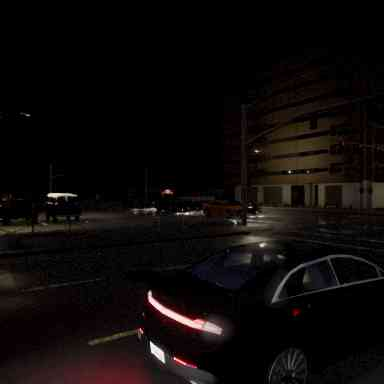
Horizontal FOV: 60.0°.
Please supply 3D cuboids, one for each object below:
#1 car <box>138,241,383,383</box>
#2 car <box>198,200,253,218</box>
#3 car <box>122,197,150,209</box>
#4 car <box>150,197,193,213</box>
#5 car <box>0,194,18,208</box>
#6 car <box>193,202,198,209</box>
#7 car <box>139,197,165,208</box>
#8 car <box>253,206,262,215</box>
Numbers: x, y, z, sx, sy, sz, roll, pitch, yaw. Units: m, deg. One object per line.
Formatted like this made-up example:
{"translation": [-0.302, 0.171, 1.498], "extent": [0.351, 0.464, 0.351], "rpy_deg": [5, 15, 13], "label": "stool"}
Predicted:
{"translation": [1.638, 1.492, 4.908], "extent": [4.902, 1.511, 2.128], "rpy_deg": [0, 0, -34], "label": "car"}
{"translation": [2.985, 1.533, 30.986], "extent": [1.882, 1.535, 5.008], "rpy_deg": [0, 0, -34], "label": "car"}
{"translation": [-8.395, 1.533, 47.691], "extent": [1.882, 1.535, 5.008], "rpy_deg": [0, 0, -34], "label": "car"}
{"translation": [-2.547, 1.603, 39.098], "extent": [2.033, 1.411, 5.357], "rpy_deg": [0, 0, -34], "label": "car"}
{"translation": [-31.359, 1.209, 56.593], "extent": [1.932, 1.855, 4.605], "rpy_deg": [0, 0, -34], "label": "car"}
{"translation": [-0.618, 1.656, 42.484], "extent": [1.895, 1.301, 4.718], "rpy_deg": [0, 0, -34], "label": "car"}
{"translation": [-6.180, 1.560, 50.664], "extent": [1.837, 1.490, 4.892], "rpy_deg": [0, 0, -34], "label": "car"}
{"translation": [4.782, 1.603, 34.563], "extent": [2.033, 1.411, 5.357], "rpy_deg": [0, 0, -34], "label": "car"}
